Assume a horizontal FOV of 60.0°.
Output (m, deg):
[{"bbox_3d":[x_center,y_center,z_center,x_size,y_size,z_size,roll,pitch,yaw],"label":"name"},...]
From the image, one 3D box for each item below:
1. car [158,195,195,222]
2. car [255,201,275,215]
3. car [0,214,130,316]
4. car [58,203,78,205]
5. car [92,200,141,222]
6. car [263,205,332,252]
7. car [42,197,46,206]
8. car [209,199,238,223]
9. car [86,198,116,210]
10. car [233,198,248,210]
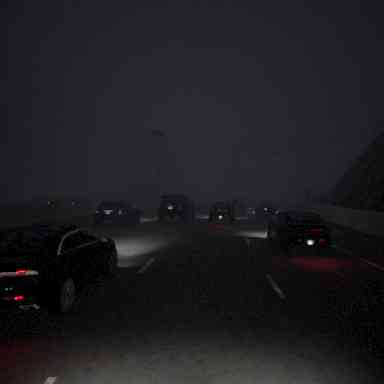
[{"bbox_3d":[-1.118,1.227,26.337,2.150,2.045,5.566,0,0,9],"label":"car"},{"bbox_3d":[7.380,1.585,33.440,1.994,1.385,4.181,0,0,12],"label":"car"},{"bbox_3d":[-3.112,1.488,7.517,2.128,1.511,4.902,0,0,3],"label":"car"},{"bbox_3d":[-15.472,1.336,44.113,2.097,1.767,4.553,0,0,14],"label":"car"},{"bbox_3d":[-5.077,1.350,23.343,2.097,1.767,4.553,0,0,8],"label":"car"},{"bbox_3d":[4.384,1.516,14.102,1.837,1.490,4.892,0,0,5],"label":"car"},{"bbox_3d":[-18.838,1.330,45.089,2.097,1.767,4.553,0,0,15],"label":"car"},{"bbox_3d":[2.376,1.516,25.855,1.837,1.490,4.892,0,0,9],"label":"car"},{"bbox_3d":[-11.934,1.555,43.847,1.994,1.385,4.181,0,0,15],"label":"car"},{"bbox_3d":[6.009,1.526,42.588,1.837,1.490,4.892,0,0,15],"label":"car"}]
